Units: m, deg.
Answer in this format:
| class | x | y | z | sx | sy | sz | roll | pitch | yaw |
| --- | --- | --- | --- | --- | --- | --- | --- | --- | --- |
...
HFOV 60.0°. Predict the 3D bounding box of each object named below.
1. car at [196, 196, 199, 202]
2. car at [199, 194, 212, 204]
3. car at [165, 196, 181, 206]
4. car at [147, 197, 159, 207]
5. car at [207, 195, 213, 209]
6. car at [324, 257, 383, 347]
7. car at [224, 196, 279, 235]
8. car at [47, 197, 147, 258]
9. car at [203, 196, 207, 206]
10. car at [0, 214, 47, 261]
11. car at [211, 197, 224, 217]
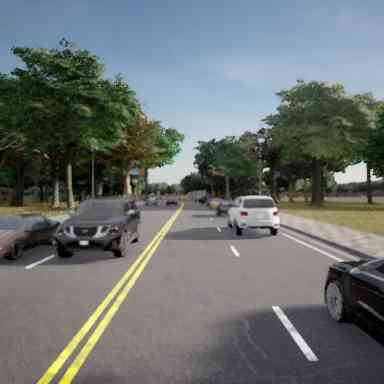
| class | x | y | z | sx | sy | sz | roll | pitch | yaw |
| --- | --- | --- | --- | --- | --- | --- | --- | --- | --- |
| car | 2.622 | 1.655 | 76.294 | 2.033 | 1.649 | 4.856 | 0 | 0 | -3 |
| car | 3.067 | 1.375 | 65.216 | 2.150 | 2.045 | 5.566 | 0 | 0 | -2 |
| car | -3.327 | 1.706 | 54.912 | 1.895 | 1.301 | 4.718 | 0 | 0 | 0 |
| car | -6.584 | 1.631 | 54.810 | 1.812 | 1.442 | 4.674 | 0 | 0 | 0 |
| car | 3.256 | 1.515 | 43.233 | 1.801 | 1.575 | 5.366 | 0 | 0 | 0 |
| car | 3.351 | 1.491 | 4.243 | 2.128 | 1.511 | 4.902 | 0 | 0 | 0 |
| car | 3.353 | 1.225 | 19.016 | 2.150 | 2.045 | 5.566 | 0 | 0 | 0 |
| car | -3.348 | 1.219 | 13.076 | 2.150 | 2.045 | 5.566 | 0 | 0 | 0 |
| car | 3.251 | 1.702 | 54.098 | 1.895 | 1.301 | 4.718 | 0 | 0 | 0 |
| car | -6.598 | 1.545 | 12.493 | 2.033 | 1.411 | 5.357 | 0 | 0 | 0 |
| car | 3.254 | 1.515 | 32.040 | 2.128 | 1.511 | 4.902 | 0 | 0 | 0 |
